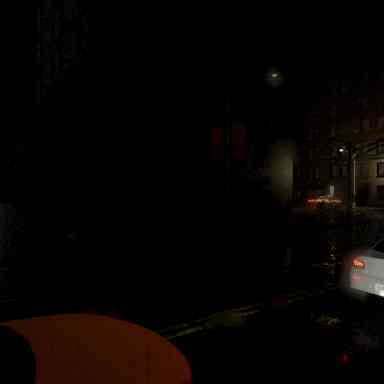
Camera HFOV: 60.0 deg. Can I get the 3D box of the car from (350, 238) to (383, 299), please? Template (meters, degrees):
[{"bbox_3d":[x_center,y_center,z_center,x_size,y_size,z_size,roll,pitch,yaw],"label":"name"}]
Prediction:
[{"bbox_3d":[5.238,1.528,7.173,4.674,1.442,1.812,0,0,-35],"label":"car"}]

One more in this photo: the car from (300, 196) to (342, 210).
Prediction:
[{"bbox_3d":[15.946,1.560,41.467,1.895,1.301,4.718,1,0,-36],"label":"car"}]

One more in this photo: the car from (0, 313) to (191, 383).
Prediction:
[{"bbox_3d":[-2.264,1.477,1.828,5.008,1.535,1.882,0,0,-35],"label":"car"}]
